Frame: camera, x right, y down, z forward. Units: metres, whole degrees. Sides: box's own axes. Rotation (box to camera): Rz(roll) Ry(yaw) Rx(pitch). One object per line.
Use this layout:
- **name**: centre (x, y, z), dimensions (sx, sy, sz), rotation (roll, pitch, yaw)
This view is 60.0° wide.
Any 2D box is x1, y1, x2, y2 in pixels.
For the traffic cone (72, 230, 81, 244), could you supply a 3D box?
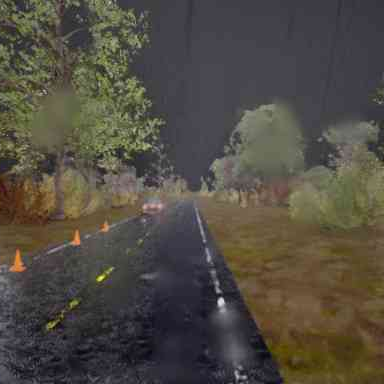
- **traffic cone**: centre (-5.102, 1.994, 14.747), dimensions (0.340, 0.580, 0.340), rotation (0, 0, 0)

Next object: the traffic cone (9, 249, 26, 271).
- **traffic cone**: centre (-5.101, 1.982, 9.747), dimensions (0.340, 0.580, 0.340), rotation (0, 0, 0)

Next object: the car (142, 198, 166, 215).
- **car**: centre (-3.908, 1.443, 34.778), dimensions (2.097, 1.767, 4.553), rotation (0, 0, 0)
